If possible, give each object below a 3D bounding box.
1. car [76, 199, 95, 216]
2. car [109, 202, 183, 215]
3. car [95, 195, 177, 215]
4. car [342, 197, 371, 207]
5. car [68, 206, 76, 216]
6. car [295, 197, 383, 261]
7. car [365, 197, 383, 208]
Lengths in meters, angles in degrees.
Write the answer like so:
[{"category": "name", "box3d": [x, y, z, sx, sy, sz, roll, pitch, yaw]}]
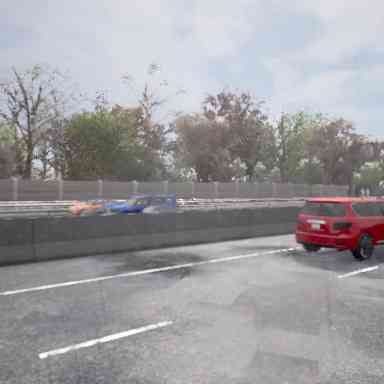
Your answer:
[{"category": "car", "box3d": [-5.934, 1.507, 25.553, 4.892, 1.490, 1.837, 0, 0, -35]}, {"category": "car", "box3d": [-2.163, 1.528, 19.659, 4.674, 1.442, 1.812, 0, 0, -35]}, {"category": "car", "box3d": [-3.419, 1.224, 23.048, 5.566, 2.045, 2.150, 0, 0, -35]}, {"category": "car", "box3d": [26.064, 1.522, 52.605, 4.902, 1.511, 2.128, 0, 0, -35]}, {"category": "car", "box3d": [-8.090, 1.354, 28.307, 4.553, 1.767, 2.097, 0, 0, -36]}, {"category": "car", "box3d": [6.261, 1.224, 12.509, 5.566, 2.045, 2.150, 0, 0, -35]}, {"category": "car", "box3d": [28.127, 1.534, 49.778, 4.892, 1.490, 1.837, 0, 0, -35]}]
